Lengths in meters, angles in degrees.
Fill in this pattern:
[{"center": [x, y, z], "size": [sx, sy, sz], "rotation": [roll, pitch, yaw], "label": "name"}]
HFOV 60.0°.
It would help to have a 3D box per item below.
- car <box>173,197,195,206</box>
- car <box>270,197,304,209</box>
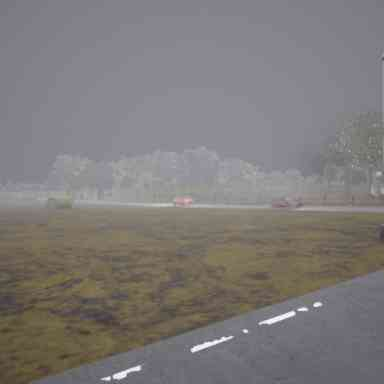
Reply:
[{"center": [-1.481, 1.612, 59.981], "size": [2.097, 1.767, 4.553], "rotation": [-3, 1, -35], "label": "car"}, {"center": [11.686, 1.370, 41.209], "size": [1.994, 1.385, 4.181], "rotation": [-3, 0, -35], "label": "car"}]
